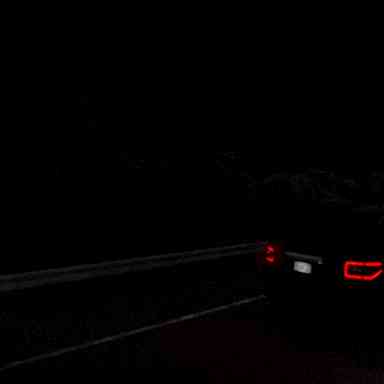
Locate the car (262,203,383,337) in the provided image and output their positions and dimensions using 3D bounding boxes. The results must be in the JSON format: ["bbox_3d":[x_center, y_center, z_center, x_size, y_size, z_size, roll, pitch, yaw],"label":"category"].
[{"bbox_3d":[3.808,1.238,6.668,5.566,2.045,2.150,0,0,-37],"label":"car"}]
